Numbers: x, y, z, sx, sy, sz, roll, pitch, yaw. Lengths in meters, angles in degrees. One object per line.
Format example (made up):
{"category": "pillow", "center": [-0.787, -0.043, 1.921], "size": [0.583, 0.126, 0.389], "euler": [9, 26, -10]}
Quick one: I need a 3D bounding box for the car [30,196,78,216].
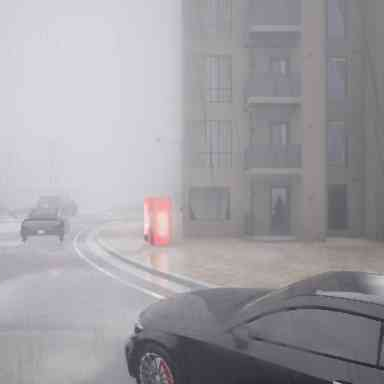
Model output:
{"category": "car", "center": [-12.064, 1.345, 29.939], "size": [2.150, 2.045, 5.566], "euler": [0, 0, -2]}

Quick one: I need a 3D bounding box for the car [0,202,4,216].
{"category": "car", "center": [-19.283, 1.657, 31.598], "size": [1.837, 1.490, 4.892], "euler": [0, -1, -1]}

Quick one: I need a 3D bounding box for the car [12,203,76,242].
{"category": "car", "center": [-7.381, 1.562, 17.088], "size": [2.128, 1.511, 4.902], "euler": [0, 0, -16]}

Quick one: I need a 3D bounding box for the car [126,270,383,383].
{"category": "car", "center": [1.406, 1.531, 3.154], "size": [4.674, 1.442, 1.812], "euler": [0, 0, 37]}

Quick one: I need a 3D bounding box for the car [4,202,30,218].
{"category": "car", "center": [-15.793, 1.667, 32.242], "size": [1.812, 1.442, 4.674], "euler": [0, 0, -1]}

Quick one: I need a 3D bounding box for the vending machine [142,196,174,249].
{"category": "vending machine", "center": [-1.440, 1.241, 13.929], "size": [1.100, 2.100, 0.880], "euler": [0, 0, -26]}
